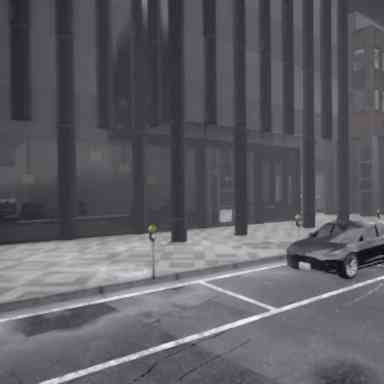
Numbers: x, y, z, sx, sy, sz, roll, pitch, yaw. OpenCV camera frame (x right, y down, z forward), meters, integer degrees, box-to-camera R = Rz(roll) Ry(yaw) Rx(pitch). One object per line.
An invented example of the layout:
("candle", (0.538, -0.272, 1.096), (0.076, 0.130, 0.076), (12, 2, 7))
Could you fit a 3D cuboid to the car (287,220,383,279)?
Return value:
("car", (4.693, 1.534, 9.890), (4.313, 1.339, 1.947), (0, -1, -35))
